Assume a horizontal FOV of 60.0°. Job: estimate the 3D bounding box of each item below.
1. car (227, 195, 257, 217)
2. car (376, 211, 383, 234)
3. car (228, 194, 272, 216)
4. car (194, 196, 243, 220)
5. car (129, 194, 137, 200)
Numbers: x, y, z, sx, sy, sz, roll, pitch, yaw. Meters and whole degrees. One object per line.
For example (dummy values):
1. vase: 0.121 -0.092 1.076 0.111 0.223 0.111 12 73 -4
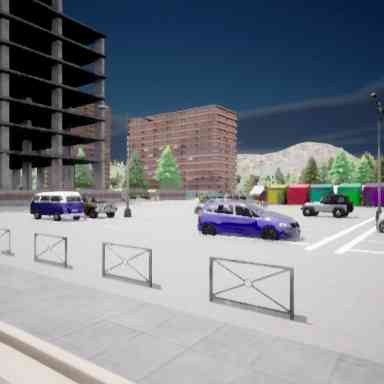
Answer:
1. car: 3.814 1.324 31.767 3.905 1.438 1.784 0 0 36
2. car: 11.021 1.352 15.920 3.806 1.475 1.970 0 0 36
3. car: 5.339 1.114 33.976 4.605 1.855 1.932 0 0 36
4. car: 2.123 1.355 29.417 3.806 1.475 1.970 0 0 36
5. car: -16.124 1.257 85.798 1.851 1.617 3.988 0 0 36
